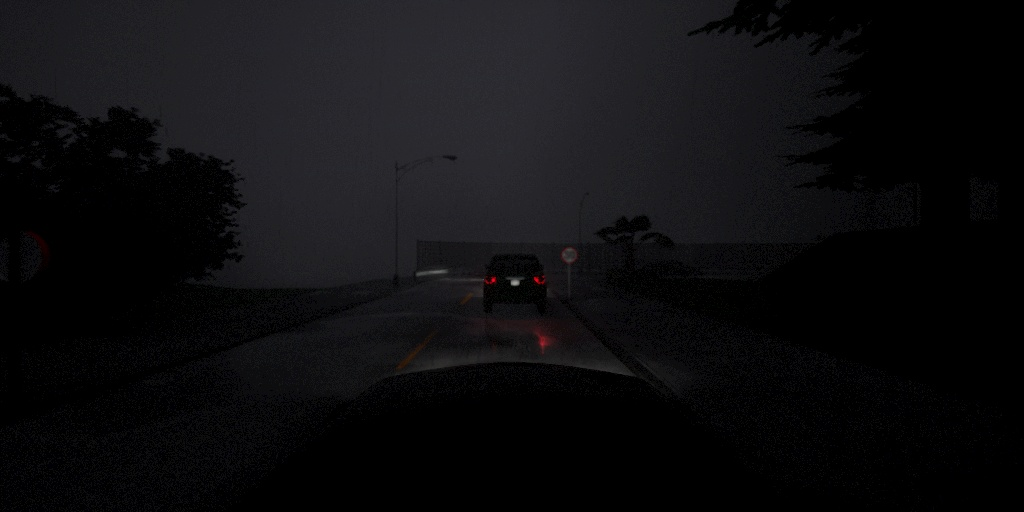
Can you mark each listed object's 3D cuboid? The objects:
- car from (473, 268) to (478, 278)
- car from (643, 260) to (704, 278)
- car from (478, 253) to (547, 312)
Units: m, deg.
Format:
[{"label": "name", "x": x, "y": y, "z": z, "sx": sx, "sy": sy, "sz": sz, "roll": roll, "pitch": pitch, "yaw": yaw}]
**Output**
[{"label": "car", "x": -1.115, "y": 1.146, "z": 30.509, "sx": 4.674, "sy": 1.442, "sz": 1.812, "roll": 0, "pitch": 0, "yaw": -42}, {"label": "car", "x": 13.638, "y": 1.123, "z": 30.495, "sx": 4.892, "sy": 1.490, "sz": 1.837, "roll": 0, "pitch": -1, "yaw": 1}, {"label": "car", "x": 0.099, "y": 0.917, "z": 14.002, "sx": 2.150, "sy": 2.045, "sz": 5.566, "roll": 0, "pitch": 1, "yaw": 0}]
